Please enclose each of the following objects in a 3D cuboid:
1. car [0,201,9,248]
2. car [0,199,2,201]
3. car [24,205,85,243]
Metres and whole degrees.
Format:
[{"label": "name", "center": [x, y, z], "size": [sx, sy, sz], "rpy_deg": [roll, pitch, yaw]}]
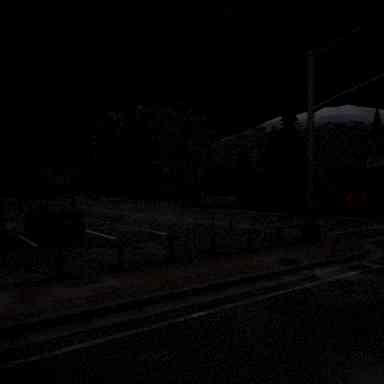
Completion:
[{"label": "car", "center": [-8.880, 1.330, 13.428], "size": [2.152, 1.636, 5.027], "rpy_deg": [0, 0, -36]}, {"label": "car", "center": [-21.607, 1.373, 36.413], "size": [1.845, 1.501, 3.633], "rpy_deg": [0, 0, -36]}, {"label": "car", "center": [-6.367, 1.338, 15.306], "size": [2.007, 1.523, 4.514], "rpy_deg": [0, 0, -36]}]
